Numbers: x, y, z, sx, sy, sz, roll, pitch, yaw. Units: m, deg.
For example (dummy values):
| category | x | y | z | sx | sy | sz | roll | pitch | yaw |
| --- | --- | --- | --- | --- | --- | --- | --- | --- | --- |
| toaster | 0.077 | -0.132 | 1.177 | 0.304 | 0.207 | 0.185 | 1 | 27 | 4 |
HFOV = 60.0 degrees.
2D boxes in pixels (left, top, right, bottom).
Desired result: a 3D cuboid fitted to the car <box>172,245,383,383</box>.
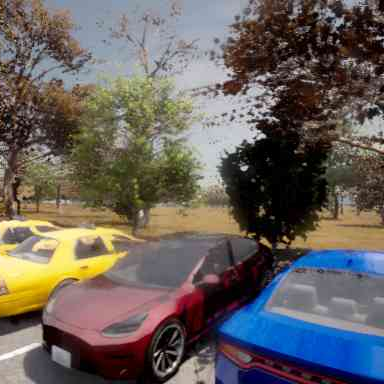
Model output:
| category | x | y | z | sx | sy | sz | roll | pitch | yaw |
| --- | --- | --- | --- | --- | --- | --- | --- | --- | --- |
| car | 2.159 | 1.481 | 4.214 | 2.097 | 1.535 | 5.008 | 0 | 0 | 35 |

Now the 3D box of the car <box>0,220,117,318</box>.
| category | x | y | z | sx | sy | sz | roll | pitch | yaw |
| --- | --- | --- | --- | --- | --- | --- | --- | --- | --- |
| car | -2.168 | 1.462 | 7.529 | 1.946 | 1.575 | 5.366 | 1 | 0 | 35 |

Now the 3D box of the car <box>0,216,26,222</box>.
| category | x | y | z | sx | sy | sz | roll | pitch | yaw |
| --- | --- | --- | --- | --- | --- | --- | --- | --- | --- |
| car | -4.445 | 1.436 | 9.151 | 1.946 | 1.575 | 5.366 | 1 | 0 | 35 |

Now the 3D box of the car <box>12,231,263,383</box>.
| category | x | y | z | sx | sy | sz | roll | pitch | yaw |
| --- | --- | --- | --- | --- | --- | --- | --- | --- | --- |
| car | -0.129 | 1.508 | 5.814 | 2.163 | 1.488 | 4.792 | 0 | 0 | 35 |
